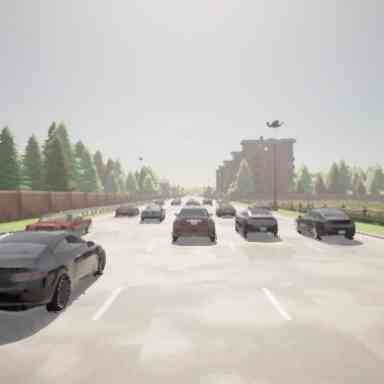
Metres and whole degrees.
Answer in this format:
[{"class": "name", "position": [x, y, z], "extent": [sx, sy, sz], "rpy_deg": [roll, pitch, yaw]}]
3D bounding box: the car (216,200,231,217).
[{"class": "car", "position": [3.591, 1.924, 35.783], "extent": [1.994, 1.385, 4.181], "rpy_deg": [0, -1, 0]}]

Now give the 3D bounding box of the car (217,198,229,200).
[{"class": "car", "position": [6.983, 2.063, 71.298], "extent": [2.097, 1.767, 4.553], "rpy_deg": [0, -1, 0]}]

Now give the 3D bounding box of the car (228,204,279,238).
[{"class": "car", "position": [3.595, 1.685, 19.150], "extent": [2.128, 1.511, 4.902], "rpy_deg": [0, -1, 0]}]

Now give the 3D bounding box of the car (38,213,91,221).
[{"class": "car", "position": [-6.905, 1.781, 17.890], "extent": [1.895, 1.301, 4.718], "rpy_deg": [0, -1, 0]}]

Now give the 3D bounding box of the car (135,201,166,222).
[{"class": "car", "position": [-3.406, 1.847, 29.751], "extent": [2.033, 1.411, 5.357], "rpy_deg": [0, -1, 0]}]

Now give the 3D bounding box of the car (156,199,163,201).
[{"class": "car", "position": [-7.017, 2.248, 71.323], "extent": [2.033, 1.411, 5.357], "rpy_deg": [0, -1, 0]}]

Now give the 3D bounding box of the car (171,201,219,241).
[{"class": "car", "position": [0.096, 1.532, 17.870], "extent": [2.097, 1.767, 4.553], "rpy_deg": [0, -1, 0]}]

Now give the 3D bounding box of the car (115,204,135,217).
[{"class": "car", "position": [-6.909, 1.924, 35.897], "extent": [1.994, 1.385, 4.181], "rpy_deg": [0, -1, 0]}]

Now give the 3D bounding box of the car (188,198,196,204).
[{"class": "car", "position": [-0.027, 2.190, 81.345], "extent": [1.812, 1.442, 4.674], "rpy_deg": [0, -1, 0]}]

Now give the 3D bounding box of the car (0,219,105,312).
[{"class": "car", "position": [-3.407, 1.604, 7.739], "extent": [1.812, 1.442, 4.674], "rpy_deg": [0, -1, 0]}]

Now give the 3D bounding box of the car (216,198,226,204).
[{"class": "car", "position": [6.975, 2.240, 80.980], "extent": [1.895, 1.301, 4.718], "rpy_deg": [0, -1, 0]}]

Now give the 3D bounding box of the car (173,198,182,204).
[{"class": "car", "position": [-3.525, 2.196, 80.917], "extent": [1.994, 1.385, 4.181], "rpy_deg": [0, -1, 0]}]

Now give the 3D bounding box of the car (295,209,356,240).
[{"class": "car", "position": [7.095, 1.688, 18.167], "extent": [1.837, 1.490, 4.892], "rpy_deg": [0, -1, 0]}]

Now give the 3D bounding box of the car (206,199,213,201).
[{"class": "car", "position": [3.483, 2.217, 72.126], "extent": [1.837, 1.490, 4.892], "rpy_deg": [0, -1, 0]}]

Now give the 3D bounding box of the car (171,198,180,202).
[{"class": "car", "position": [-3.517, 2.255, 70.874], "extent": [1.994, 1.385, 4.181], "rpy_deg": [0, -1, 0]}]

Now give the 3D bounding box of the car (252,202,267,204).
[{"class": "car", "position": [7.092, 1.859, 35.243], "extent": [1.837, 1.490, 4.892], "rpy_deg": [0, -1, 0]}]

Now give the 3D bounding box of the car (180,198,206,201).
[{"class": "car", "position": [0.093, 1.703, 34.924], "extent": [2.097, 1.767, 4.553], "rpy_deg": [0, -1, 0]}]

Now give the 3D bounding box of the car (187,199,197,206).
[{"class": "car", "position": [-0.017, 2.232, 71.292], "extent": [2.128, 1.511, 4.902], "rpy_deg": [0, -1, 0]}]
